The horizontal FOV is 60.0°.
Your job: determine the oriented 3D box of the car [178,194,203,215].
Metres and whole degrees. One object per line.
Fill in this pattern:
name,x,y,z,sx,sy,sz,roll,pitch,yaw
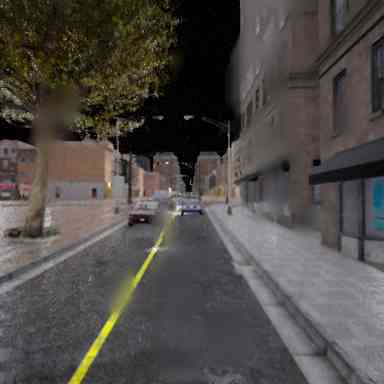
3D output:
car,-0.023,1.144,28.669,2.033,1.411,5.357,0,2,0

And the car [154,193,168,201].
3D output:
car,-5.562,0.843,59.688,2.008,1.369,4.403,2,0,0

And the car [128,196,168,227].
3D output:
car,-2.805,1.260,21.261,1.882,1.535,5.008,0,1,0

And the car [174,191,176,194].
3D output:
car,-5.701,0.844,85.834,1.802,1.307,4.206,1,0,0

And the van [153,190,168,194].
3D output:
van,-5.539,0.642,56.367,1.690,1.788,3.998,2,0,0

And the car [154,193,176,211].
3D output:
car,-2.836,1.090,32.451,1.895,1.301,4.718,0,2,0

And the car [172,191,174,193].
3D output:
car,-5.644,0.808,75.253,1.887,1.381,4.507,2,0,0
